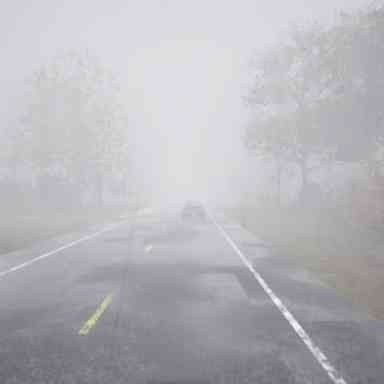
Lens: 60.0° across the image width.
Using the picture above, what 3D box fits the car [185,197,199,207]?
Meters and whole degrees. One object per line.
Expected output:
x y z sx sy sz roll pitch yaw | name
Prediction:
-0.057 1.707 56.890 2.128 1.511 4.902 0 0 -2 | car

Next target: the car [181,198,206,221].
0.116 1.552 28.217 2.128 1.511 4.902 0 0 0 | car
